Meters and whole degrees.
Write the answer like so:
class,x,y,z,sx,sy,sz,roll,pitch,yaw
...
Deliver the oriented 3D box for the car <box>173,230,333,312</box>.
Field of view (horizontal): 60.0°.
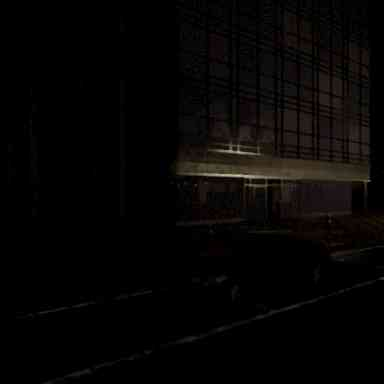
class,x,y,z,sx,sy,sz,roll,pitch,yaw
car,1.554,1.581,7.643,4.206,1.307,1.802,0,0,-36
